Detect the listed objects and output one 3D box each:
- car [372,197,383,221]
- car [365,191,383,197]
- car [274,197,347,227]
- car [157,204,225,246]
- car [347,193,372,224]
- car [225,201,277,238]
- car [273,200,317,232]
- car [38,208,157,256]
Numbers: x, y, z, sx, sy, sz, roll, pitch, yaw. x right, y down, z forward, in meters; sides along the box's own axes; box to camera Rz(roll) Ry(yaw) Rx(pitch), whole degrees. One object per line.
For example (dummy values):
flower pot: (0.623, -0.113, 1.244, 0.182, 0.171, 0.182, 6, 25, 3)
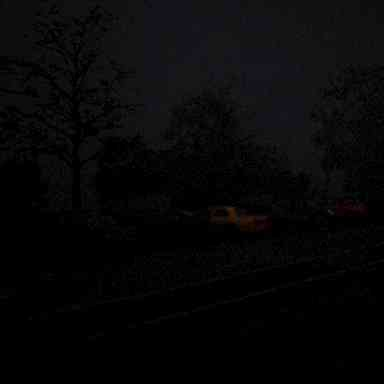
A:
car: (11.807, 1.290, 24.438, 4.674, 1.452, 2.002, -1, -1, 34)
car: (14.197, 0.964, 26.182, 5.566, 2.045, 2.435, -1, 0, 34)
car: (6.938, 1.196, 20.993, 4.553, 1.767, 2.185, -1, -1, 34)
car: (-1.314, 1.443, 15.054, 4.892, 1.521, 2.231, -1, 0, 34)
car: (9.407, 1.159, 22.682, 4.553, 1.767, 2.185, -1, 0, 34)
car: (1.288, 1.402, 17.131, 5.366, 1.575, 1.946, -1, 0, 35)
car: (4.231, 1.390, 18.990, 4.792, 1.488, 2.163, -1, -1, 34)
car: (-4.083, 1.482, 13.092, 4.892, 1.521, 2.231, -1, -1, 35)
